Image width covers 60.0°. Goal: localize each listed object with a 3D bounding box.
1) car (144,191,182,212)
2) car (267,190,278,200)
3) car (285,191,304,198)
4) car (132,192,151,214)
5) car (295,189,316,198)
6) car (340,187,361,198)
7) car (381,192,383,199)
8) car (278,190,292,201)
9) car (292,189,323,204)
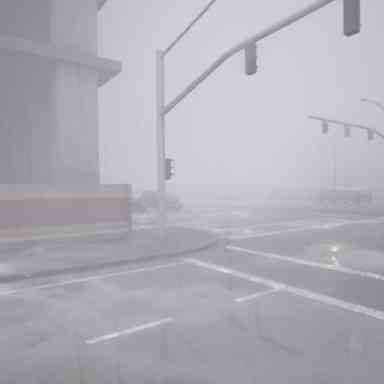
[{"bbox_3d":[-3.191,0.914,32.815,2.150,2.045,5.566,-1,1,-36],"label":"car"},{"bbox_3d":[14.946,0.459,57.060,4.605,1.855,1.932,-1,1,-35],"label":"car"},{"bbox_3d":[22.406,0.437,72.698,3.905,1.438,1.784,-1,1,-35],"label":"car"},{"bbox_3d":[-6.039,1.100,30.790,2.097,1.767,4.553,-1,1,-36],"label":"car"},{"bbox_3d":[24.025,0.227,70.295,4.605,1.855,1.932,-1,1,-35],"label":"car"},{"bbox_3d":[38.308,-0.039,80.439,3.866,1.878,1.905,-1,1,-35],"label":"car"},{"bbox_3d":[33.870,0.469,56.562,3.806,1.475,1.970,-1,1,-35],"label":"car"},{"bbox_3d":[16.541,0.669,54.902,3.905,1.438,1.784,-1,1,-35],"label":"car"},{"bbox_3d":[18.214,0.701,52.539,3.806,1.475,1.970,-1,1,-35],"label":"car"}]
